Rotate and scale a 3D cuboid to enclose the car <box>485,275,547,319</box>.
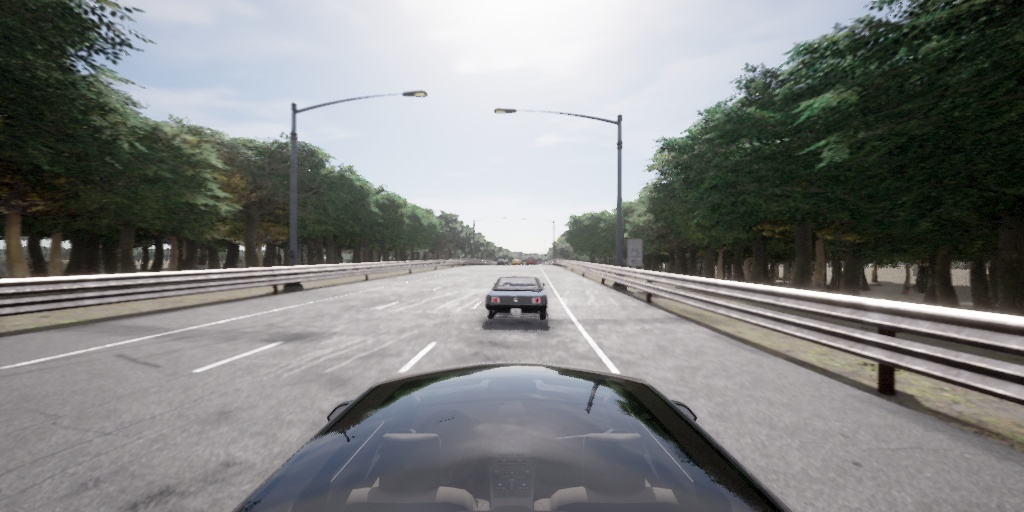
[{"bbox_3d":[0.247,1.335,12.799,1.895,1.301,4.718,0,0,3],"label":"car"}]
